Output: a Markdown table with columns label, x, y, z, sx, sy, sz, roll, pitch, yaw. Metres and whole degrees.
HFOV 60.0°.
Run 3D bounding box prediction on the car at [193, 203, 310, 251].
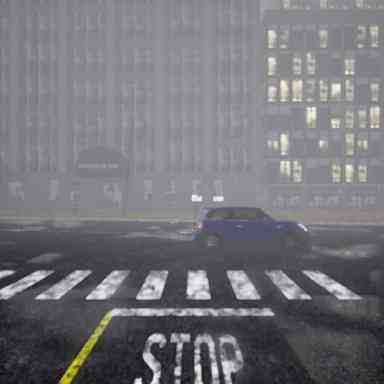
| label | x | y | z | sx | sy | sz | roll | pitch | yaw |
| --- | --- | --- | --- | --- | --- | --- | --- | --- | --- |
| car | 2.332 | 1.335 | 13.453 | 4.553 | 1.767 | 2.097 | 0 | 0 | 1 |
